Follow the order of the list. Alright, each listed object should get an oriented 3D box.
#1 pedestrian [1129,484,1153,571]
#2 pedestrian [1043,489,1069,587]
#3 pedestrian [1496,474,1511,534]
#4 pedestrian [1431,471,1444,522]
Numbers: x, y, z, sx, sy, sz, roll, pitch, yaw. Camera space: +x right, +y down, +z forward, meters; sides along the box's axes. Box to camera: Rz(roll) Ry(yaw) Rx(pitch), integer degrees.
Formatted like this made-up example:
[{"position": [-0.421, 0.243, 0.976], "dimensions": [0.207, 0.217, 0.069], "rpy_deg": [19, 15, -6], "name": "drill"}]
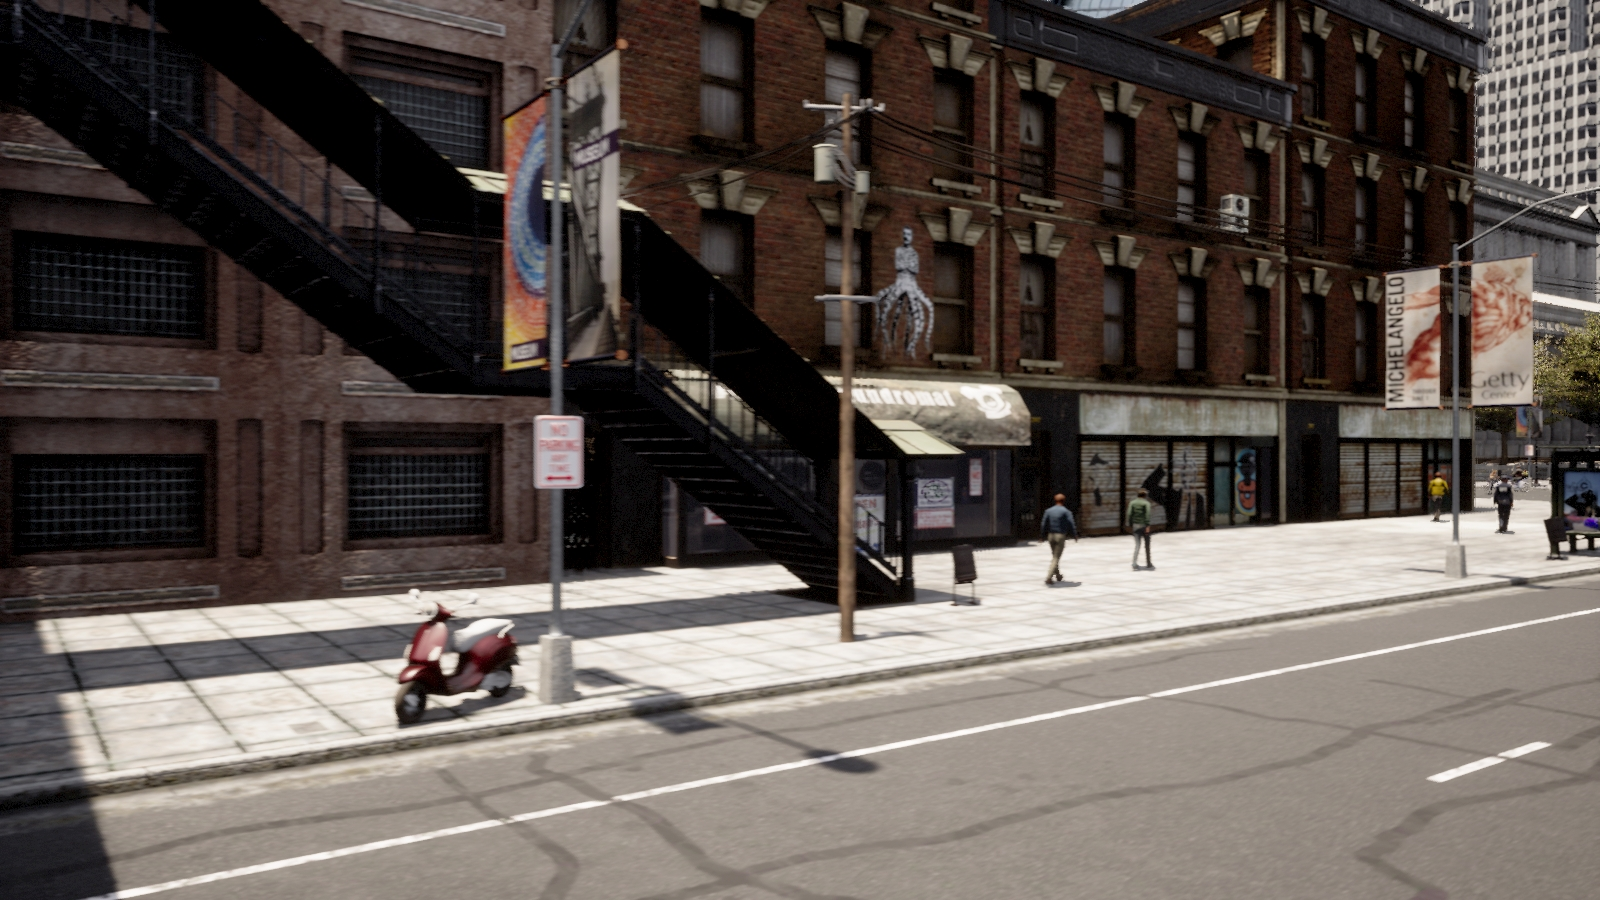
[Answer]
[{"position": [7.498, 1.696, 25.126], "dimensions": [0.375, 1.860, 0.375], "rpy_deg": [0, 0, 42], "name": "pedestrian"}, {"position": [4.986, 1.696, 22.233], "dimensions": [0.375, 1.860, 0.375], "rpy_deg": [0, 0, 37], "name": "pedestrian"}, {"position": [22.249, 1.696, 36.114], "dimensions": [0.375, 1.860, 0.375], "rpy_deg": [0, 0, 37], "name": "pedestrian"}, {"position": [23.278, 1.696, 41.719], "dimensions": [0.375, 1.860, 0.375], "rpy_deg": [0, 0, 34], "name": "pedestrian"}]
